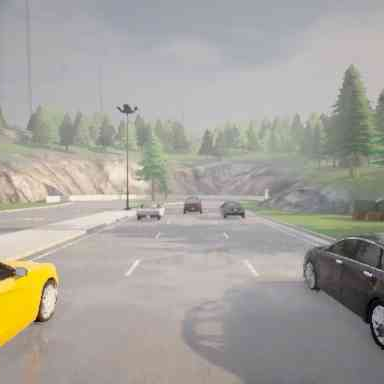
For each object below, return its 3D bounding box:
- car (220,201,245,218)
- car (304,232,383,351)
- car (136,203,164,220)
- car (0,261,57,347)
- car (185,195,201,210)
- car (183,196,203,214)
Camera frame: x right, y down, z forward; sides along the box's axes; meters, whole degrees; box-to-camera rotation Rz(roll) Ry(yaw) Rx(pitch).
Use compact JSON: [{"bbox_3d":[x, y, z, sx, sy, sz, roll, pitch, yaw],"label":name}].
[{"bbox_3d":[3.595,1.543,30.082,2.033,1.411,5.357,0,0,0],"label":"car"},{"bbox_3d":[3.598,1.503,6.104,1.837,1.490,4.892,0,0,0],"label":"car"},{"bbox_3d":[-3.404,1.597,28.077,1.895,1.301,4.718,0,0,0],"label":"car"},{"bbox_3d":[-3.403,1.477,4.156,1.882,1.535,5.008,0,0,0],"label":"car"},{"bbox_3d":[0.188,1.346,44.569,2.097,1.767,4.553,0,0,1],"label":"car"},{"bbox_3d":[0.088,1.473,35.341,1.882,1.535,5.008,0,0,0],"label":"car"}]
